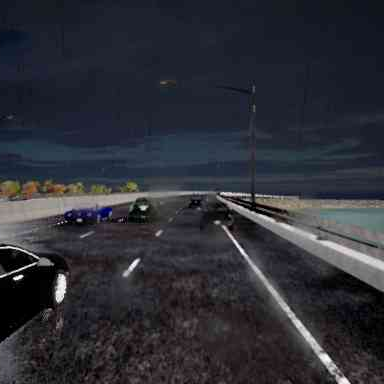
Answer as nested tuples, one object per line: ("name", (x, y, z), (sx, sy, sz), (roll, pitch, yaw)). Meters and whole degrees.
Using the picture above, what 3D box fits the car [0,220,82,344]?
("car", (-3.384, 1.458, 4.781), (1.837, 1.490, 4.892), (0, 1, 0))

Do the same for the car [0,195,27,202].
("car", (-20.636, 1.142, 37.758), (2.128, 1.511, 4.902), (0, 0, 1))

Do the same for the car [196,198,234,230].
("car", (1.352, 1.319, 19.634), (1.837, 1.490, 4.892), (0, 1, 1))

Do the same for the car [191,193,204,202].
("car", (1.042, 0.968, 58.456), (2.128, 1.511, 4.902), (0, 0, 2))

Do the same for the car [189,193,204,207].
("car", (0.576, 1.162, 41.818), (2.033, 1.411, 5.357), (0, 1, 2))

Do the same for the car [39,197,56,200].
("car", (-17.101, 1.238, 39.299), (1.895, 1.301, 4.718), (0, 0, 2))

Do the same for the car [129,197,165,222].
("car", (-3.200, 1.121, 24.281), (2.097, 1.767, 4.553), (0, 0, 1))

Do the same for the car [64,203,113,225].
("car", (-6.733, 1.389, 22.263), (1.895, 1.301, 4.718), (0, 1, 1))
